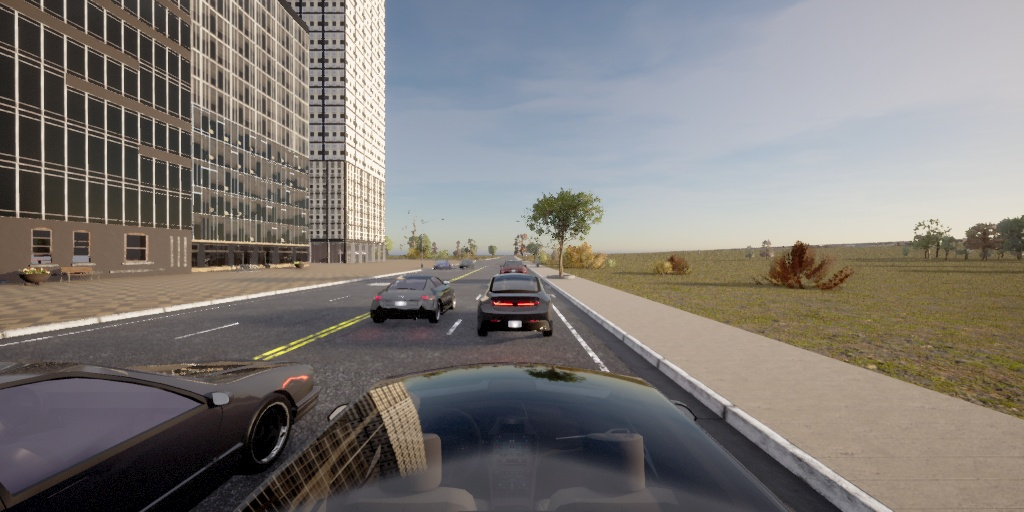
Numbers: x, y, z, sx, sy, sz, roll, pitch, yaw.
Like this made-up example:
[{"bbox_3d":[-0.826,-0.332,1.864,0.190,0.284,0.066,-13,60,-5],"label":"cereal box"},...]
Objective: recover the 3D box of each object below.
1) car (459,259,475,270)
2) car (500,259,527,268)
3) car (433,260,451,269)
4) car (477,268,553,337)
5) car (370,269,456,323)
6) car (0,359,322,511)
[{"bbox_3d":[-6.549,1.251,52.285,1.837,1.490,4.892,0,0,0],"label":"car"},{"bbox_3d":[0.113,1.100,28.348,2.097,1.767,4.553,0,0,0],"label":"car"},{"bbox_3d":[-9.804,1.270,50.622,1.812,1.442,4.674,0,0,0],"label":"car"},{"bbox_3d":[0.100,1.254,10.330,1.837,1.490,4.892,0,0,1],"label":"car"},{"bbox_3d":[-3.143,1.313,12.128,1.994,1.385,4.181,0,0,0],"label":"car"},{"bbox_3d":[-3.148,1.297,1.720,2.033,1.411,5.357,0,0,0],"label":"car"}]
